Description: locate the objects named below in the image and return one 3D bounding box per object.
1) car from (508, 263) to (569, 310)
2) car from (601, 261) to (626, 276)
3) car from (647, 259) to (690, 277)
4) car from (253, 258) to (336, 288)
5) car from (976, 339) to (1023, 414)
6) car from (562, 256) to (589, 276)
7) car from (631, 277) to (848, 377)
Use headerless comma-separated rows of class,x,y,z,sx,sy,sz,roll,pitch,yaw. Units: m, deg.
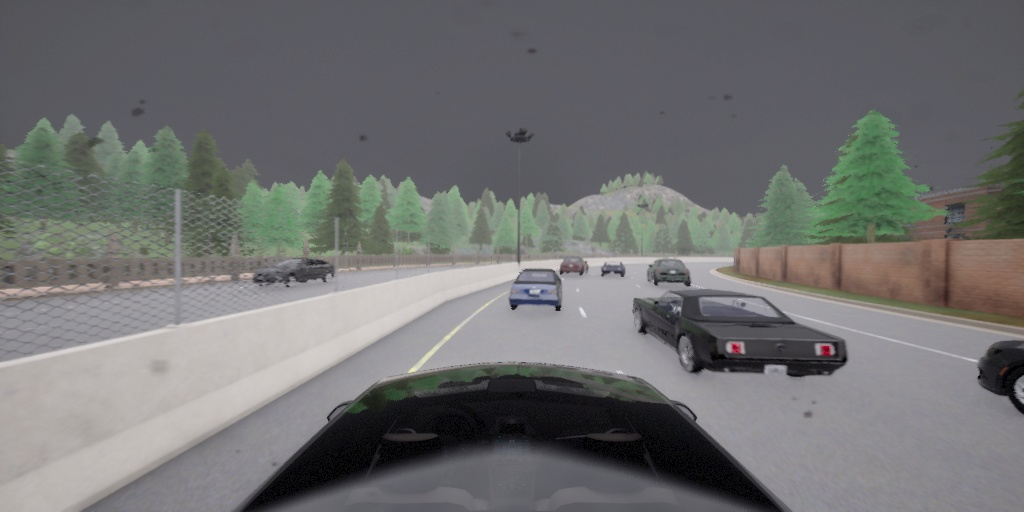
car,1.033,1.172,13.968,2.033,1.411,5.357,1,1,8
car,9.174,1.094,32.261,1.895,1.301,4.718,1,1,20
car,10.153,0.949,23.512,2.097,1.767,4.553,1,1,14
car,-12.260,0.857,20.583,1.837,1.490,4.892,1,1,10
car,7.197,1.304,2.760,1.837,1.490,4.892,0,1,1
car,5.763,0.809,32.914,2.097,1.767,4.553,1,1,19
car,3.922,1.322,7.339,1.895,1.301,4.718,1,1,4
